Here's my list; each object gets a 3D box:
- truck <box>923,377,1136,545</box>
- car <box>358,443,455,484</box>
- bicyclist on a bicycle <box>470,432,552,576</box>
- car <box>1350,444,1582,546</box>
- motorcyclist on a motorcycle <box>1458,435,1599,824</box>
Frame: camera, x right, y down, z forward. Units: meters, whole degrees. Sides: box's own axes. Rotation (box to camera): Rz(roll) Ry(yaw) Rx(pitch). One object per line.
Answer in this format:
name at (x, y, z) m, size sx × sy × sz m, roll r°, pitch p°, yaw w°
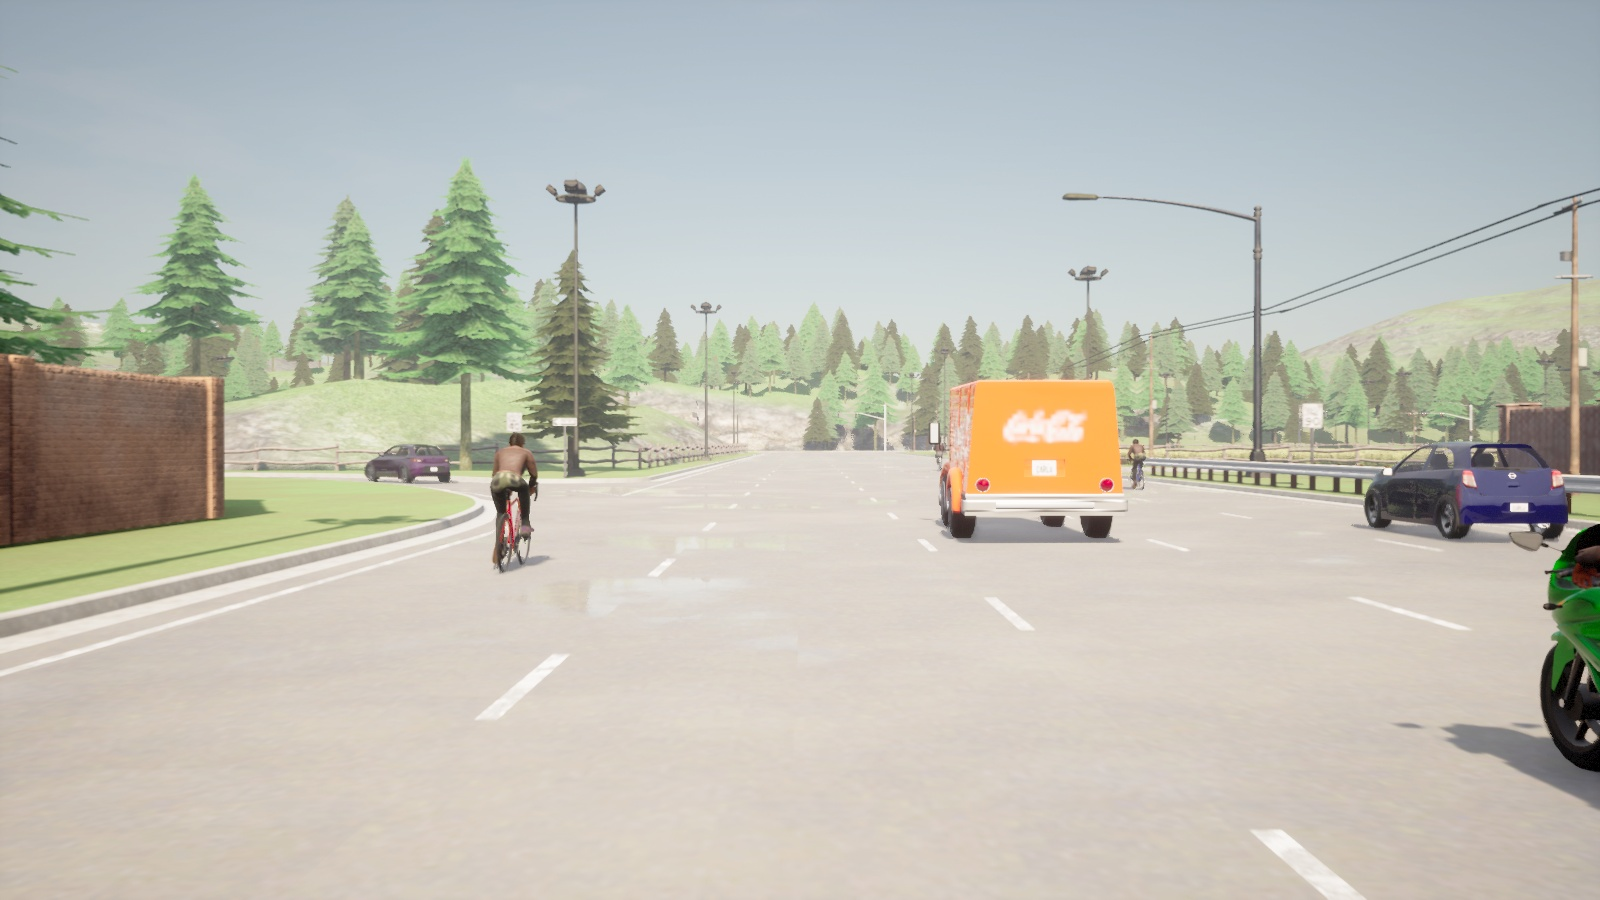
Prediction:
truck at (3.624, 0.147, 21.038) m, size 2.627 × 2.467 × 5.204 m, roll 0°, pitch 0°, yaw 0°
car at (-15.072, 0.483, 47.975) m, size 1.816 × 1.474 × 4.193 m, roll 0°, pitch 0°, yaw -45°
bicyclist on a bicycle at (-3.413, 0.614, 14.969) m, size 0.582 × 1.620 × 1.656 m, roll 0°, pitch 0°, yaw 0°
car at (10.620, 0.657, 20.348) m, size 1.845 × 1.501 × 3.633 m, roll 0°, pitch 0°, yaw 0°
motorcyclist on a motorcycle at (3.537, 0.704, 4.970) m, size 0.797 × 1.523 × 2.044 m, roll 0°, pitch 0°, yaw 0°
